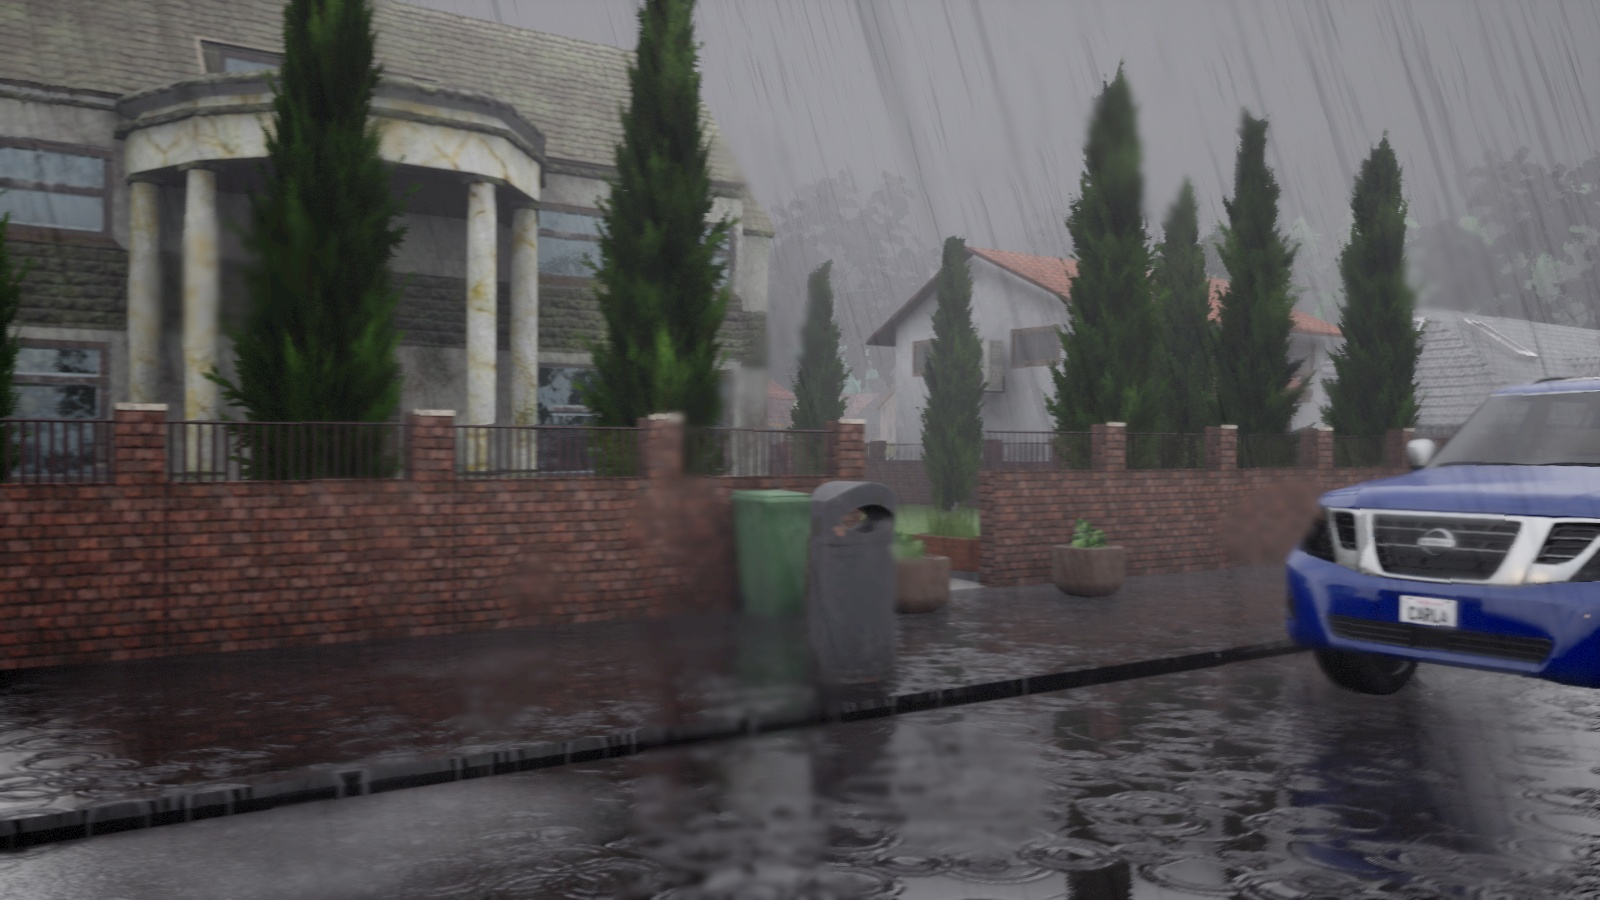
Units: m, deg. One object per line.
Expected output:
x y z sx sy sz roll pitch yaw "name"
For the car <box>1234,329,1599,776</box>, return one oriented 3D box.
5.441 0.472 8.056 5.566 2.045 2.150 0 0 -35 "car"
